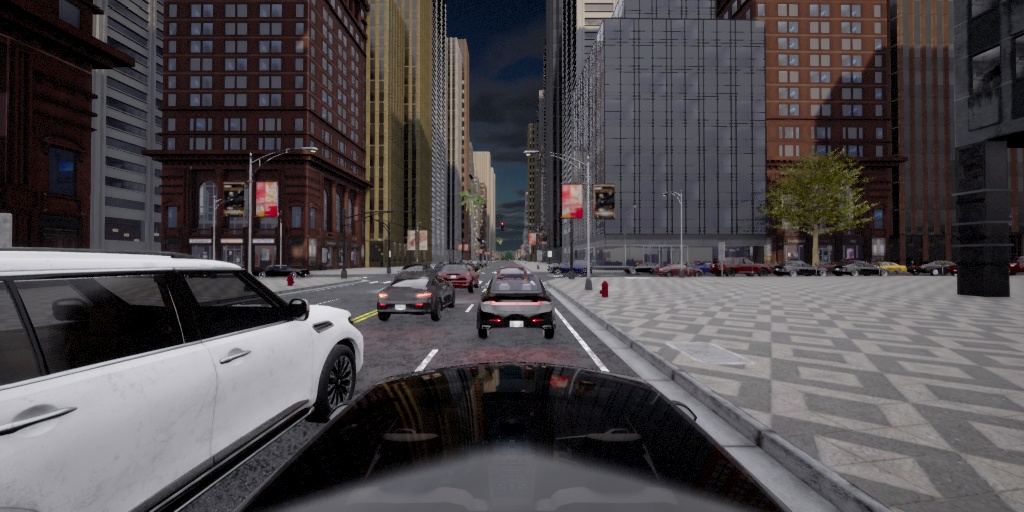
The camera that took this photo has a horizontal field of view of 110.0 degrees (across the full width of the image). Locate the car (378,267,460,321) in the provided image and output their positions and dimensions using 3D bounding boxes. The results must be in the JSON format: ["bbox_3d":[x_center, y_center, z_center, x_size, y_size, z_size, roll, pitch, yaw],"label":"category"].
[{"bbox_3d":[-3.152,1.288,12.423,1.812,1.442,4.674,0,0,0],"label":"car"}]

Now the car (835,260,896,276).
[{"bbox_3d":[32.222,1.259,33.239,4.313,1.339,1.948,0,0,-1],"label":"car"}]

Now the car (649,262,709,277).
[{"bbox_3d":[15.309,1.327,32.972,4.207,1.307,1.802,0,0,-1],"label":"car"}]

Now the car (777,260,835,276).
[{"bbox_3d":[26.585,1.275,33.150,4.313,1.339,1.948,0,0,-1],"label":"car"}]

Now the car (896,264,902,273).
[{"bbox_3d":[43.199,1.294,41.937,4.829,1.417,1.751,0,0,-1],"label":"car"}]

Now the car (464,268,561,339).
[{"bbox_3d":[0.097,1.249,10.112,2.128,1.511,4.902,0,0,0],"label":"car"}]

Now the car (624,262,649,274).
[{"bbox_3d":[15.177,1.412,41.496,4.313,1.339,1.948,0,0,-1],"label":"car"}]

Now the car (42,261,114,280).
[{"bbox_3d":[-42.279,1.371,35.021,4.553,1.767,2.097,0,-1,1],"label":"car"}]

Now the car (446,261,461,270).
[{"bbox_3d":[-9.841,1.558,60.884,1.812,1.442,4.674,0,0,0],"label":"car"}]

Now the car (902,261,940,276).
[{"bbox_3d":[42.846,1.205,36.032,4.892,1.490,1.837,0,-1,-1],"label":"car"}]

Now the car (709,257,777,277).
[{"bbox_3d":[20.947,1.040,33.061,5.009,1.841,2.192,0,0,-1],"label":"car"}]

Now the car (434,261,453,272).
[{"bbox_3d":[-9.849,1.496,51.962,1.812,1.442,4.674,0,0,0],"label":"car"}]

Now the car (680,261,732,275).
[{"bbox_3d":[20.986,1.321,38.834,4.674,1.442,1.812,-1,-1,-1],"label":"car"}]

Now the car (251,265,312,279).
[{"bbox_3d":[-22.407,1.528,34.992,4.718,1.301,1.895,0,-1,-3],"label":"car"}]

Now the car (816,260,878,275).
[{"bbox_3d":[36.443,1.229,39.064,5.008,1.535,1.882,0,-1,-1],"label":"car"}]

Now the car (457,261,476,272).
[{"bbox_3d":[-6.609,1.463,52.237,2.128,1.511,4.902,0,0,0],"label":"car"}]

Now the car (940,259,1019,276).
[{"bbox_3d":[43.498,1.212,33.417,4.507,1.381,1.888,0,0,-1],"label":"car"}]

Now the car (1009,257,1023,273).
[{"bbox_3d":[49.136,0.971,33.505,5.009,1.841,2.192,0,0,-1],"label":"car"}]

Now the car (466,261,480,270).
[{"bbox_3d":[-6.590,1.561,61.337,1.812,1.442,4.674,0,0,0],"label":"car"}]

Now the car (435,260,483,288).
[{"bbox_3d":[-3.153,1.142,21.404,2.097,1.767,4.553,0,0,0],"label":"car"}]

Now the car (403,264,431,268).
[{"bbox_3d":[-6.555,1.307,24.388,1.837,1.490,4.892,-1,0,2],"label":"car"}]

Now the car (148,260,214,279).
[{"bbox_3d":[-32.225,1.325,35.001,4.553,1.767,2.097,0,-1,0],"label":"car"}]

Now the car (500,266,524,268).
[{"bbox_3d":[-0.005,1.260,19.613,1.882,1.535,5.008,0,0,0],"label":"car"}]

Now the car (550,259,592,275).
[{"bbox_3d":[6.381,1.205,39.223,4.553,1.767,2.097,0,-1,7],"label":"car"}]

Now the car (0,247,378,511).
[{"bbox_3d":[-3.155,0.972,2.645,2.150,2.045,5.566,0,0,0],"label":"car"}]
